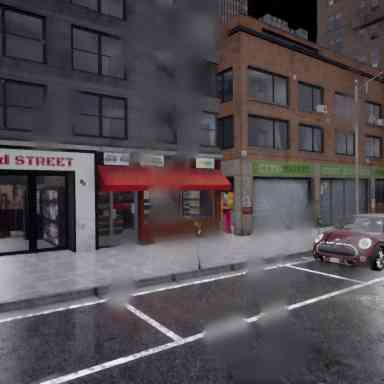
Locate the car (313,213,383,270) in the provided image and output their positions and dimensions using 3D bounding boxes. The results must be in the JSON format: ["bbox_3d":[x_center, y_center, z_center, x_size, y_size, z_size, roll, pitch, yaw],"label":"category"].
[{"bbox_3d":[5.728,1.439,10.757,4.097,1.590,1.967,0,-1,-36],"label":"car"}]

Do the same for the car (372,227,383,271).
[{"bbox_3d":[6.340,1.563,7.785,4.181,1.385,1.994,0,0,-36],"label":"car"}]
